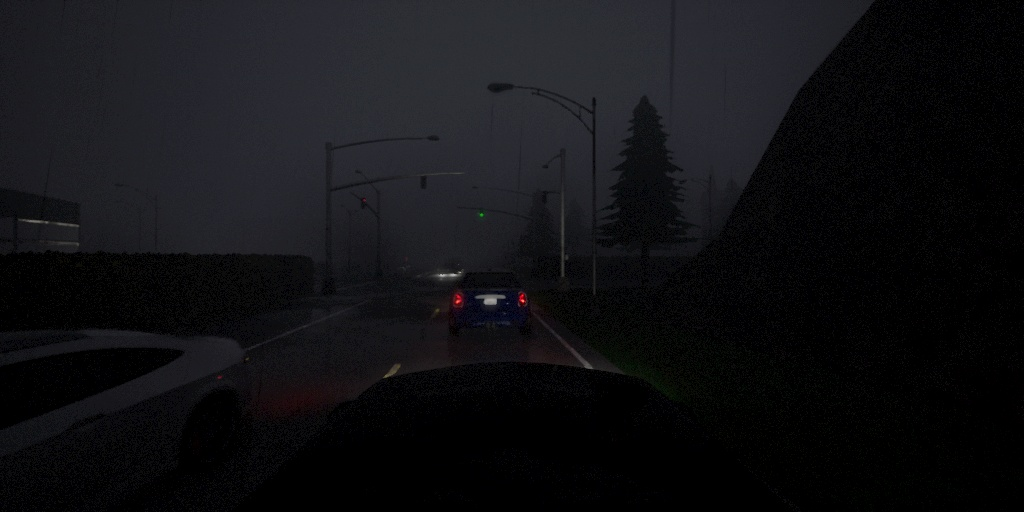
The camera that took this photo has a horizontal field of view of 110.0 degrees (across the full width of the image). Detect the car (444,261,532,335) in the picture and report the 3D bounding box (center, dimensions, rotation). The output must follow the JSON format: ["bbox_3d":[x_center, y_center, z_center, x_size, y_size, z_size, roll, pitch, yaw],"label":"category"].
[{"bbox_3d":[-0.719,1.147,10.863,2.097,1.767,4.553,0,0,-5],"label":"car"}]

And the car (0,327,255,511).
[{"bbox_3d":[-3.685,1.281,2.092,1.812,1.442,4.674,0,0,-1],"label":"car"}]

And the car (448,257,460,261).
[{"bbox_3d":[-8.736,1.236,53.895,2.150,2.045,5.566,0,0,-6],"label":"car"}]

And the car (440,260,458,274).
[{"bbox_3d":[-7.793,1.531,44.487,1.994,1.385,4.181,0,0,-6],"label":"car"}]
